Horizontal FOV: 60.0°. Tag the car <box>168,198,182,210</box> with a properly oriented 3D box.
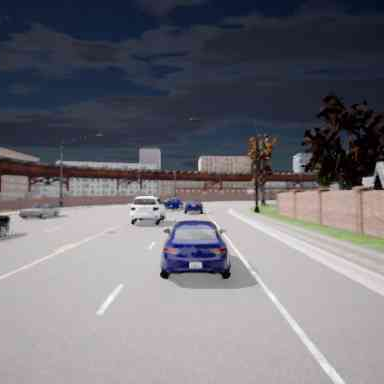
[{"bbox_3d":[-2.339,1.711,46.793,1.882,1.535,5.008,-1,0,11],"label":"car"}]

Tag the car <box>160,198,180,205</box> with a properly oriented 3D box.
[{"bbox_3d":[-4.503,1.921,70.181,1.812,1.442,4.674,-1,-1,32],"label":"car"}]

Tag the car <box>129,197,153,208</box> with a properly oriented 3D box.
[{"bbox_3d":[-8.163,1.647,53.456,2.097,1.767,4.553,0,0,16],"label":"car"}]

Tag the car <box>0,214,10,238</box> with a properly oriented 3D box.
[{"bbox_3d":[-10.596,1.576,15.625,1.882,1.535,5.008,0,0,0],"label":"car"}]

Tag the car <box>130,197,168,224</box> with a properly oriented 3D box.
[{"bbox_3d":[-3.394,1.374,26.218,2.150,2.045,5.566,0,0,0],"label":"car"}]

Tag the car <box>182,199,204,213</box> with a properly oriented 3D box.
[{"bbox_3d":[0.294,1.562,39.589,2.097,1.767,4.553,0,0,3],"label":"car"}]

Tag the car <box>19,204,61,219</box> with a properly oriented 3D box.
[{"bbox_3d":[-14.058,1.777,30.948,1.895,1.301,4.718,0,0,0],"label":"car"}]

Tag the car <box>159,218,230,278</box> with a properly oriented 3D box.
[{"bbox_3d":[0.092,1.596,10.286,1.812,1.442,4.674,0,0,0],"label":"car"}]
